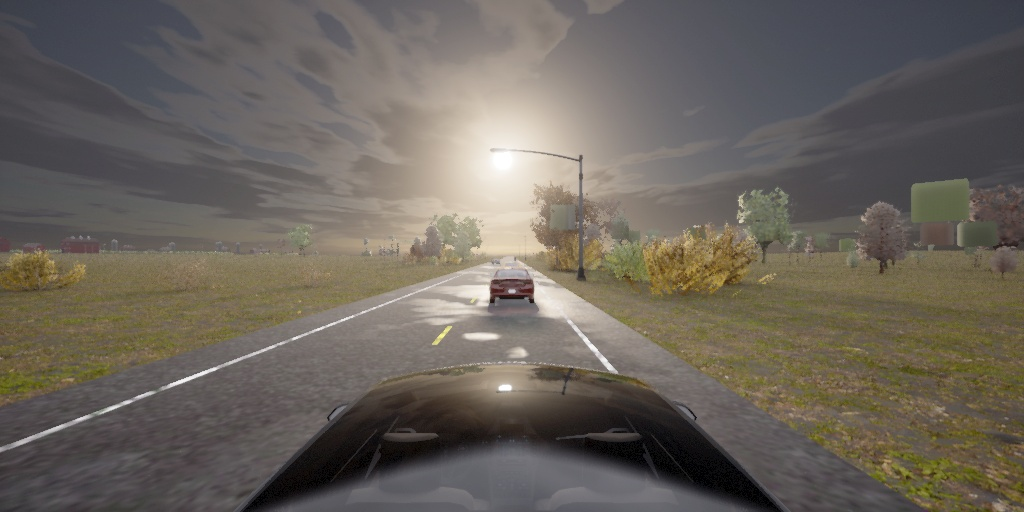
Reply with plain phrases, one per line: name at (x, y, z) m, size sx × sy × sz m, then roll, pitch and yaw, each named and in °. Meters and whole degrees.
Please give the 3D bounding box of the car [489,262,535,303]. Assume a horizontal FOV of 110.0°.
car at (0.000, 1.232, 16.500) m, size 1.882 × 1.535 × 5.008 m, roll 0°, pitch 0°, yaw 0°

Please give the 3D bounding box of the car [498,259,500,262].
car at (0.000, 1.225, 31.500) m, size 1.882 × 1.535 × 5.008 m, roll 0°, pitch 0°, yaw 0°
